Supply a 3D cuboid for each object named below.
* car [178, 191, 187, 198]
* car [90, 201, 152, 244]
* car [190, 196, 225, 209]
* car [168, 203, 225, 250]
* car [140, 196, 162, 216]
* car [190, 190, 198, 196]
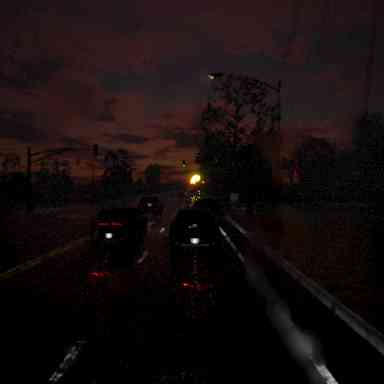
[{"bbox_3d":[-2.673,0.777,86.693,1.994,1.385,4.181,0,1,1],"label":"car"},{"bbox_3d":[-3.152,1.379,15.040,1.837,1.490,4.892,0,0,0],"label":"car"},{"bbox_3d":[1.434,1.293,28.770,1.837,1.490,4.892,-1,-1,20],"label":"car"},{"bbox_3d":[0.099,1.389,13.673,1.837,1.490,4.892,0,0,0],"label":"car"},{"bbox_3d":[-3.733,1.142,29.376,2.097,1.767,4.553,0,-1,-7],"label":"car"},{"bbox_3d":[0.570,0.455,86.281,2.150,2.045,5.566,0,1,1],"label":"car"}]
